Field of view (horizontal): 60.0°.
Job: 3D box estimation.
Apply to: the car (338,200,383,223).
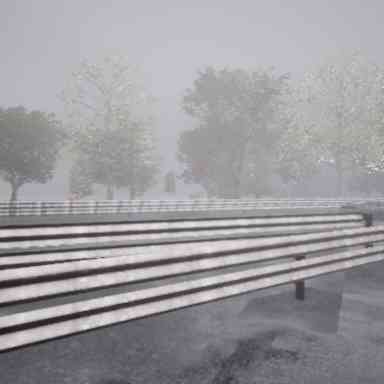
[{"bbox_3d":[12.278,1.297,22.827,4.892,1.490,1.837,0,0,-25],"label":"car"}]
